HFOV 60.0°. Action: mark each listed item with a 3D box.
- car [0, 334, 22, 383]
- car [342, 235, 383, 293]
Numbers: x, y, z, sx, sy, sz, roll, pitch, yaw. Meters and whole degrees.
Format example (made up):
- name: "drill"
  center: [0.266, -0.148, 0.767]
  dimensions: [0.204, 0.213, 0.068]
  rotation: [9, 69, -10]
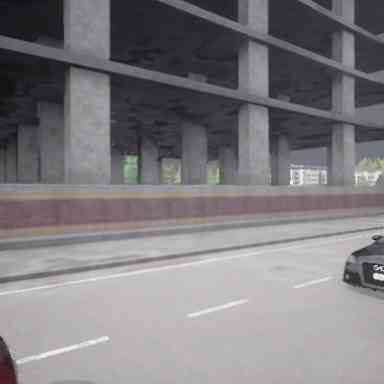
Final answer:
- name: "car"
  center: [-3.173, 1.573, 1.705]
  dimensions: [4.181, 1.385, 1.994]
  rotation: [0, 0, -35]
- name: "car"
  center: [5.425, 1.522, 7.821]
  dimensions: [4.181, 1.385, 1.994]
  rotation: [0, 0, -35]
